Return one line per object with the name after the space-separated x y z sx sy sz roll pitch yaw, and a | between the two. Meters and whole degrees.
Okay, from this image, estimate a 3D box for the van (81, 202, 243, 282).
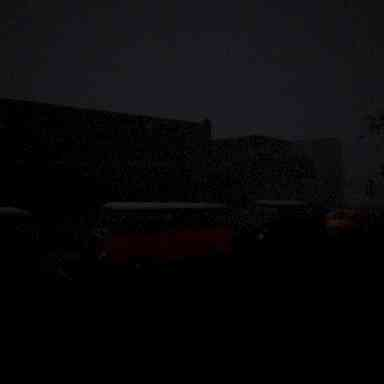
-0.887 1.280 9.668 4.442 1.987 1.878 1 1 -37 | van

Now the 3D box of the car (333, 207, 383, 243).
7.684 1.536 16.735 5.366 1.575 1.946 1 1 -40 | car

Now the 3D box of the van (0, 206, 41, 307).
-5.390 1.277 6.353 4.442 1.987 1.878 1 1 -36 | van

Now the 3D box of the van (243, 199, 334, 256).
3.501 1.292 13.138 4.442 1.987 1.878 1 1 -42 | van
